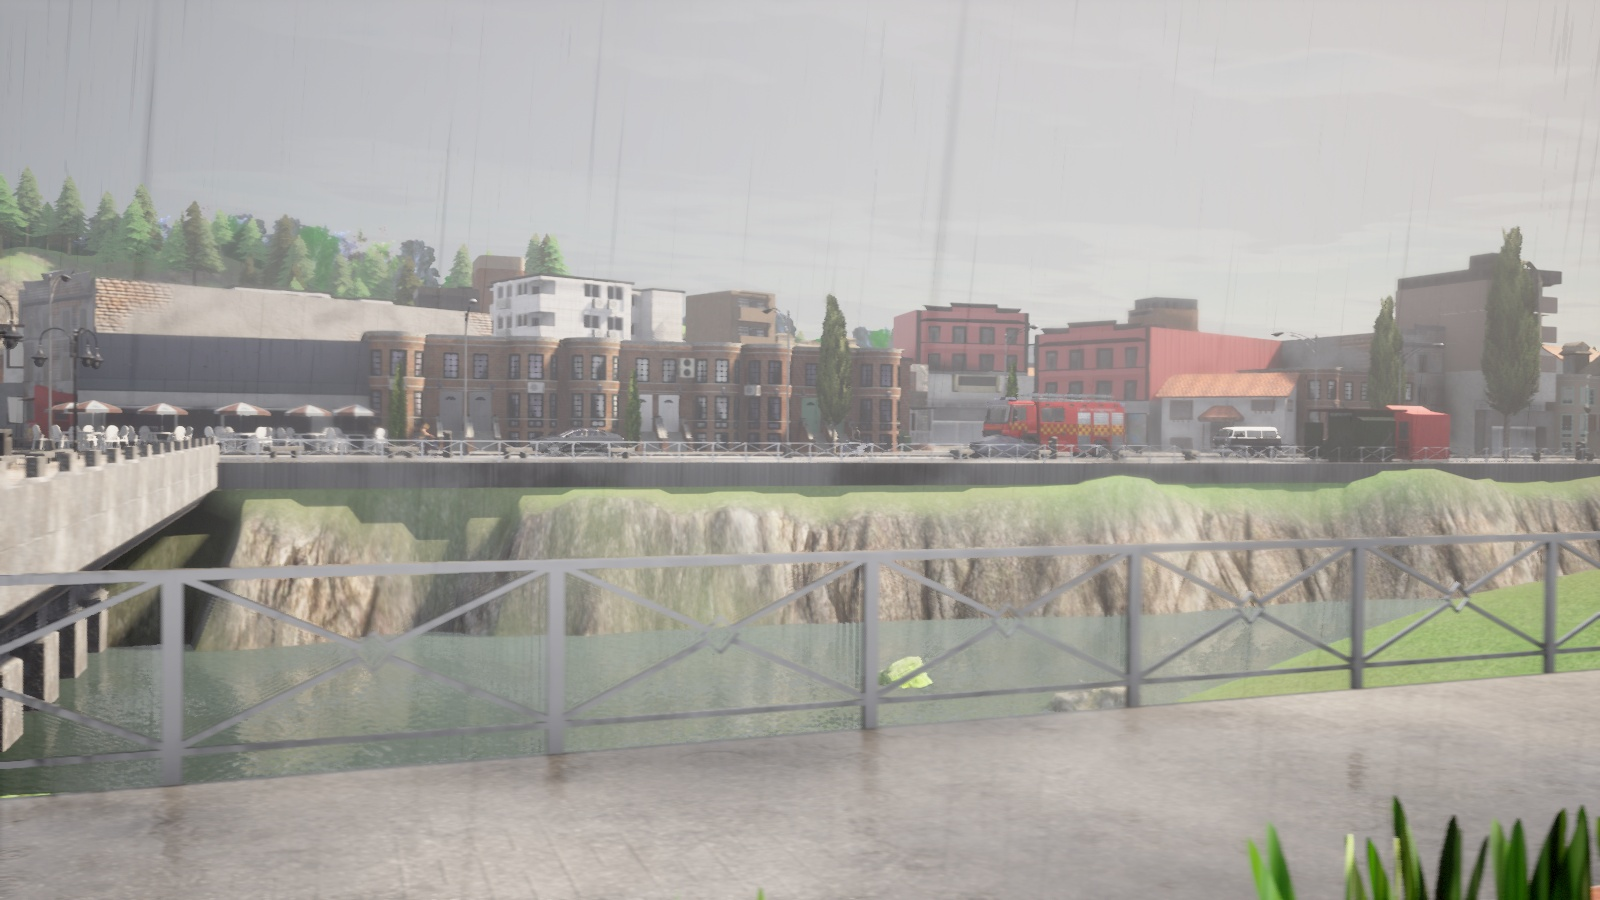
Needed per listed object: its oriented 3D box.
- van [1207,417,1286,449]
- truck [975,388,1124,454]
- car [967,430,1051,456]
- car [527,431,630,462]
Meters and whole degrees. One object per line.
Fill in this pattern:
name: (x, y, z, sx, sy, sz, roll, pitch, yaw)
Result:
van: (28.692, -1.101, 80.655, 4.480, 2.038, 2.069, -1, 1, -21)
truck: (14.993, -1.756, 75.439, 8.468, 3.827, 2.891, -1, 1, -21)
car: (11.630, -0.401, 69.897, 4.181, 1.385, 1.994, -1, 1, -21)
car: (-11.537, -0.185, 65.372, 4.902, 1.511, 2.128, -1, 1, -21)
